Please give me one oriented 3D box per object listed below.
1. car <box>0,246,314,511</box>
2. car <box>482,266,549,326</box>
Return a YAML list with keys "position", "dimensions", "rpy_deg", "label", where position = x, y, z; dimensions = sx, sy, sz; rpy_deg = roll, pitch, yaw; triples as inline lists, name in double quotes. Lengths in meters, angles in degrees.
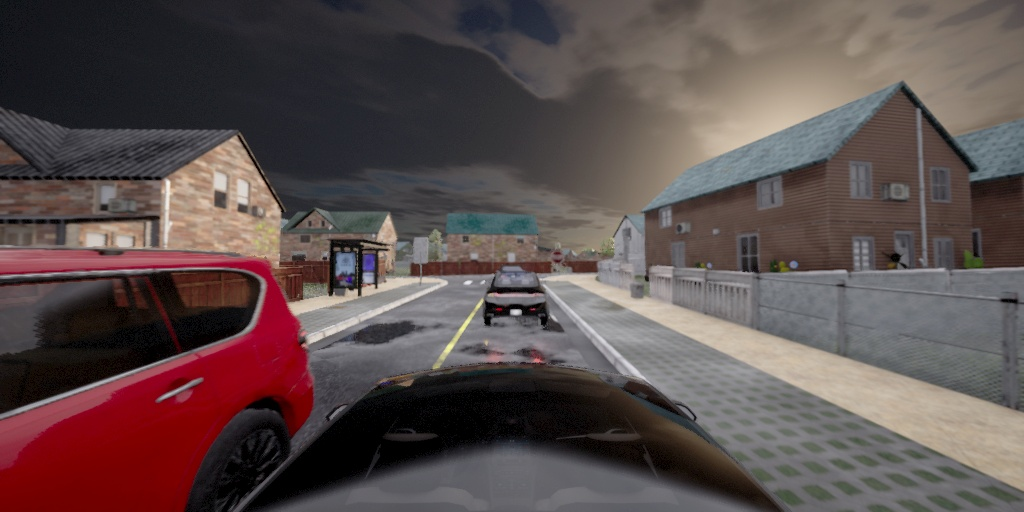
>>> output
- position: [-2.845, 0.972, 0.945]
  dimensions: [2.150, 2.045, 5.566]
  rpy_deg: [0, 0, 0]
  label: "car"
- position: [0.117, 1.231, 11.603]
  dimensions: [2.128, 1.511, 4.902]
  rpy_deg: [0, 0, 0]
  label: "car"
